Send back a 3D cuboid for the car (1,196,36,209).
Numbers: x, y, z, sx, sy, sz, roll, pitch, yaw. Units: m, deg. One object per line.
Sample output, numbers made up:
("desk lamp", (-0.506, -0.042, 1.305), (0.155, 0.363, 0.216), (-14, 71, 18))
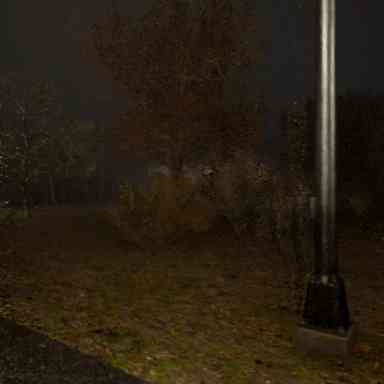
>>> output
("car", (-25.040, 1.422, 47.929), (2.097, 1.767, 4.553), (0, -1, 36))
